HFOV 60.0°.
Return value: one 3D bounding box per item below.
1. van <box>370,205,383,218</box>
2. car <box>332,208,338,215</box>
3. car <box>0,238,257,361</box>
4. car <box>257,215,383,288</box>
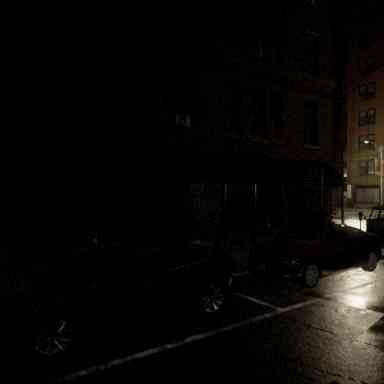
[{"bbox_3d":[8.113,1.338,12.477,3.998,1.788,1.690,0,0,-35],"label":"van"},{"bbox_3d":[10.479,1.584,29.734,1.895,1.301,4.718,0,0,-36],"label":"car"},{"bbox_3d":[-1.132,1.566,5.944,4.313,1.339,1.947,0,0,-35],"label":"car"},{"bbox_3d":[3.490,1.544,9.211,4.507,1.381,1.887,0,0,-35],"label":"car"}]
